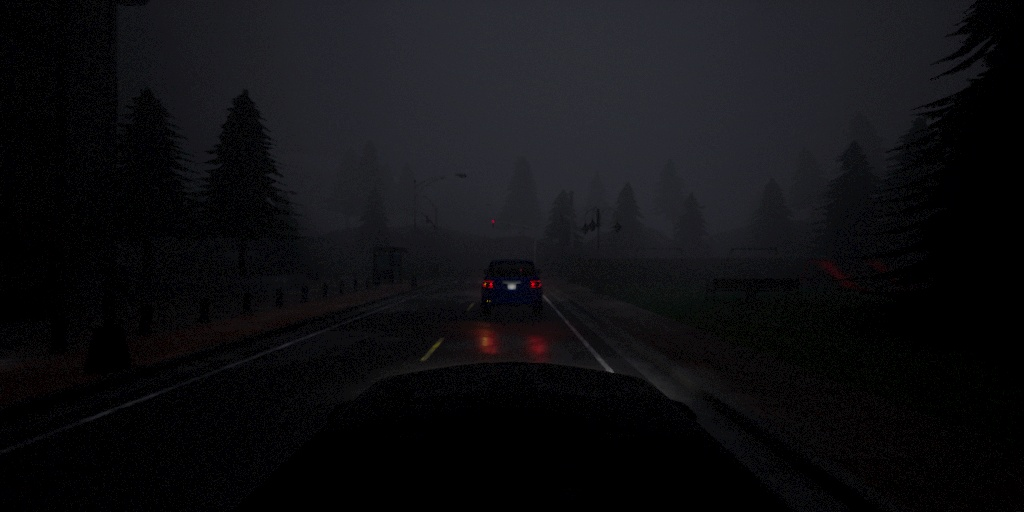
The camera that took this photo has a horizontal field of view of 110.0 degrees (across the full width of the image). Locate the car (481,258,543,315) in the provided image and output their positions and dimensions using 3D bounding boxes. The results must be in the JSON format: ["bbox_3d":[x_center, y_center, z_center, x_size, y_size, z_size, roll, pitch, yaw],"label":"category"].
[{"bbox_3d":[0.008,1.113,14.396,2.150,2.045,5.566,0,0,0],"label":"car"}]
